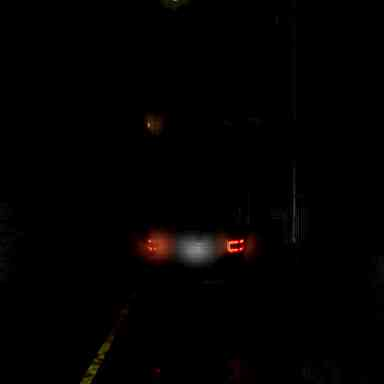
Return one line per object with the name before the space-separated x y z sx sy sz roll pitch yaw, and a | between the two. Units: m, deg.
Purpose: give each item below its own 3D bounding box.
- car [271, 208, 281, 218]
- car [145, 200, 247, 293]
car | 9.049 1.588 27.643 4.718 1.301 1.895 0 0 -10
car | 0.079 1.222 9.021 2.150 2.045 5.566 0 0 0
